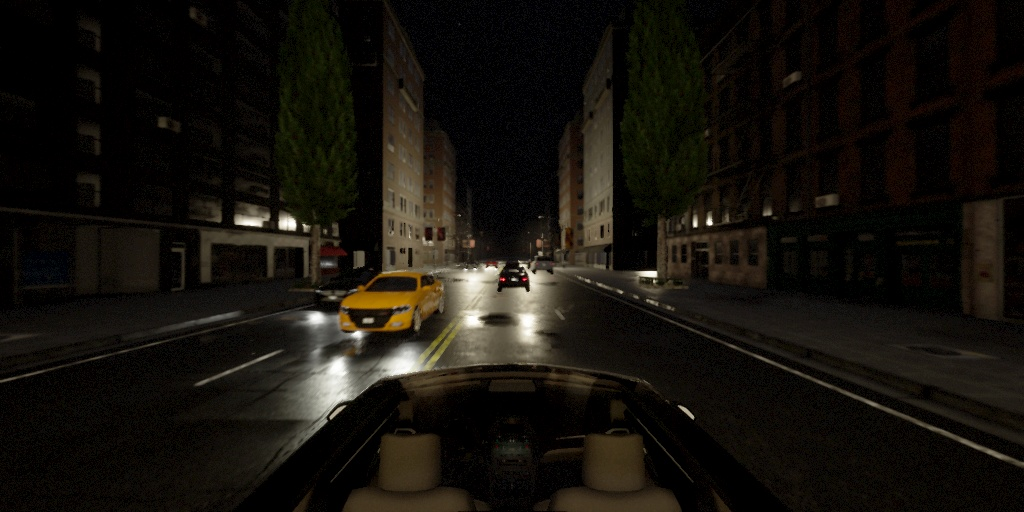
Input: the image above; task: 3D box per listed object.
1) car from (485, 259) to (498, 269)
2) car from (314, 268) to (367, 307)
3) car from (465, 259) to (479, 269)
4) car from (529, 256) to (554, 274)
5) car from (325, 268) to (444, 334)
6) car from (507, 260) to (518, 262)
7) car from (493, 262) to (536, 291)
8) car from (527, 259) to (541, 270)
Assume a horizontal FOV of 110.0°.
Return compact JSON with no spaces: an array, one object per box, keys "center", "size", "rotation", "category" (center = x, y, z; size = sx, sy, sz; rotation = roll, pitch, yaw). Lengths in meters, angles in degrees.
[{"center":[-3.264,1.268,58.115],"size":[1.812,1.442,4.674],"rotation":[0,0,0],"category":"car"},{"center":[-6.601,1.275,15.533],"size":[1.812,1.442,4.674],"rotation":[0,0,0],"category":"car"},{"center":[-6.509,1.283,58.516],"size":[1.837,1.490,4.892],"rotation":[0,0,0],"category":"car"},{"center":[3.349,0.969,40.295],"size":[2.150,2.045,5.566],"rotation":[0,0,-1],"category":"car"},{"center":[-3.350,1.227,10.861],"size":[1.882,1.535,5.008],"rotation":[0,0,0],"category":"car"},{"center":[0.093,1.223,45.927],"size":[1.882,1.535,5.008],"rotation":[0,0,0],"category":"car"},{"center":[0.097,1.297,21.593],"size":[2.033,1.411,5.357],"rotation":[0,0,0],"category":"car"},{"center":[3.243,1.248,53.434],"size":[1.837,1.490,4.892],"rotation":[0,0,0],"category":"car"}]
